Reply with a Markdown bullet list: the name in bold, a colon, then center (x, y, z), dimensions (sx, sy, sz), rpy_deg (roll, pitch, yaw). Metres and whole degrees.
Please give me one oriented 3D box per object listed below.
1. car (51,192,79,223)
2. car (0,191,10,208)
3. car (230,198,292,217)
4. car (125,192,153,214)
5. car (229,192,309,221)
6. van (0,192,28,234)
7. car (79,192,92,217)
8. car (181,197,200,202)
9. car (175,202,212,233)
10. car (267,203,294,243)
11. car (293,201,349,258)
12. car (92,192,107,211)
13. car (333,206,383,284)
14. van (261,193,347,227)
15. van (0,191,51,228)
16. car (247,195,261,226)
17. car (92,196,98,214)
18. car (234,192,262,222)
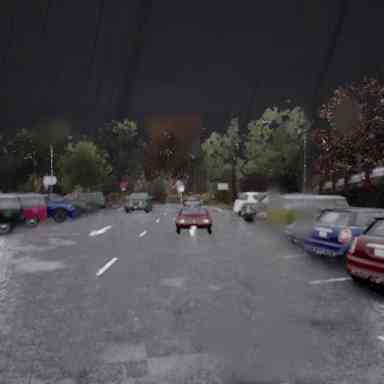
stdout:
- **car**: center (-10.985, 1.092, 23.006), dimensions (5.566, 2.045, 2.435), rpy_deg (-1, 0, -20)
- **car**: center (-26.692, 0.952, 45.213), dimensions (2.435, 2.045, 5.566), rpy_deg (0, 1, -19)
- **car**: center (5.958, 1.337, 28.822), dimensions (4.792, 1.488, 2.163), rpy_deg (1, 0, -20)
- **car**: center (-5.109, 1.016, 32.862), dimensions (2.150, 2.045, 5.566), rpy_deg (0, 0, 0)
- **car**: center (5.964, 1.075, 25.797), dimensions (5.566, 2.045, 2.435), rpy_deg (1, 0, -20)
- **van**: center (-11.116, 1.157, 17.029), dimensions (4.442, 1.987, 1.878), rpy_deg (-1, 1, -20)
- **car**: center (-10.985, 1.073, 25.965), dimensions (5.566, 2.045, 2.435), rpy_deg (-1, 0, -20)
- **car**: center (-0.095, 1.262, 36.669), dimensions (2.128, 1.511, 4.902), rpy_deg (0, 0, -3)
- **car**: center (0.096, 1.484, 18.908), dimensions (1.895, 1.301, 4.718), rpy_deg (0, 0, 0)
- **car**: center (5.950, 1.404, 13.690), dimensions (4.892, 1.521, 2.231), rpy_deg (1, 1, -20)
- **car**: center (5.907, 1.295, 10.668), dimensions (4.553, 1.767, 2.185), rpy_deg (1, 0, -20)
- **car**: center (-11.031, 1.036, 31.849), dimensions (5.566, 2.045, 2.435), rpy_deg (-1, 1, -20)
- **car**: center (5.916, 1.314, 7.639), dimensions (4.553, 1.767, 2.185), rpy_deg (1, 0, -20)
- **van**: center (6.053, 1.159, 16.756), dimensions (4.442, 1.987, 1.878), rpy_deg (1, 0, -20)
- **van**: center (-11.116, 1.138, 19.988), dimensions (4.442, 1.987, 1.878), rpy_deg (-1, 1, -20)
- **car**: center (5.976, 1.240, 19.739), dimensions (4.553, 1.767, 2.185), rpy_deg (1, 1, -20)
- **car**: center (-10.990, 1.335, 28.933), dimensions (4.792, 1.488, 2.163), rpy_deg (-1, 0, -20)
- **car**: center (5.924, 1.094, 22.737), dimensions (5.566, 2.045, 2.435), rpy_deg (1, 1, -20)
